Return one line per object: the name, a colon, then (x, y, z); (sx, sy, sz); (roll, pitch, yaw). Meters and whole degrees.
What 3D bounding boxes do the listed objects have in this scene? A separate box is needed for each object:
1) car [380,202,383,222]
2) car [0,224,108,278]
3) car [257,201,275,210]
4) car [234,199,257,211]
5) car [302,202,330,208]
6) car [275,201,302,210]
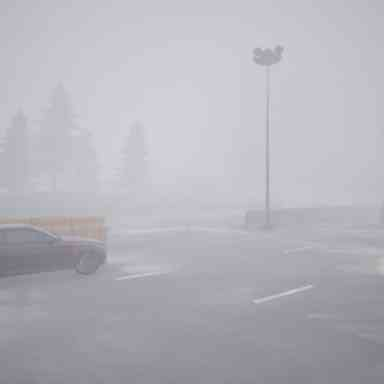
car: (18.050, 1.589, 28.788); (2.150, 2.045, 5.566); (0, 0, 44)
car: (-4.673, 1.598, 9.074); (4.674, 1.442, 1.812); (0, -1, -36)
car: (12.079, 2.034, 48.803); (2.128, 1.511, 4.902); (0, -1, 40)
car: (8.208, 1.888, 49.658); (2.097, 1.767, 4.553); (0, -1, 41)
car: (16.409, 2.029, 43.093); (1.812, 1.442, 4.674); (0, -1, 40)
car: (13.472, 2.036, 45.040); (1.812, 1.442, 4.674); (0, -1, 41)
